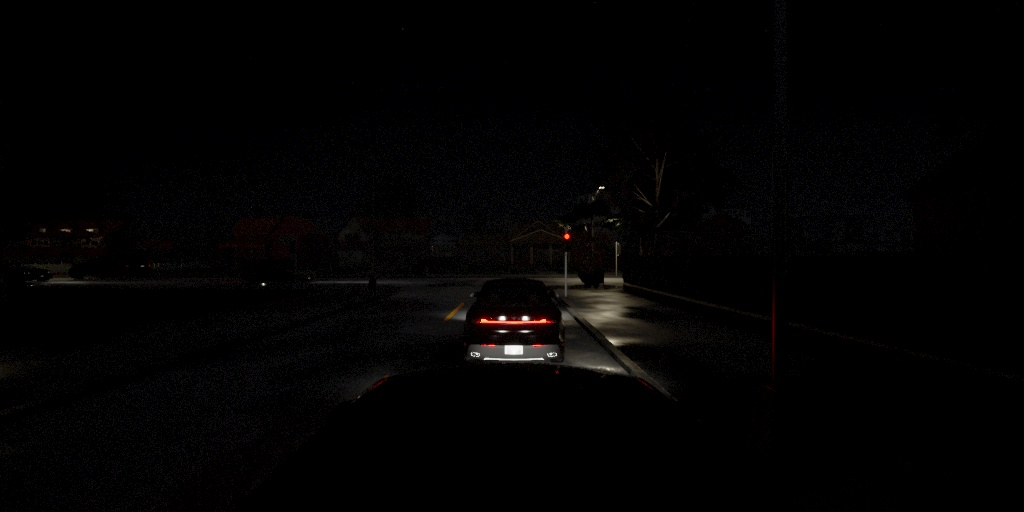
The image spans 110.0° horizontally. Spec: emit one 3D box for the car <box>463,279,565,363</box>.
[{"bbox_3d":[0.052,1.255,8.153,1.837,1.490,4.892,0,0,1],"label":"car"}]

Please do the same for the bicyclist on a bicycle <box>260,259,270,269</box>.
[{"bbox_3d":[-24.169,1.099,35.189,0.582,1.620,1.656,0,0,0],"label":"bicyclist on a bicycle"}]

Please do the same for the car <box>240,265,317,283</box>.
[{"bbox_3d":[-17.365,1.351,26.800,4.718,1.301,1.895,0,0,0],"label":"car"}]

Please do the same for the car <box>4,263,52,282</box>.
[{"bbox_3d":[-37.558,1.241,26.781,4.902,1.511,2.128,0,0,0],"label":"car"}]

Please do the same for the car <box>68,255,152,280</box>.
[{"bbox_3d":[-34.598,0.971,30.978,5.566,2.045,2.150,0,0,0],"label":"car"}]
